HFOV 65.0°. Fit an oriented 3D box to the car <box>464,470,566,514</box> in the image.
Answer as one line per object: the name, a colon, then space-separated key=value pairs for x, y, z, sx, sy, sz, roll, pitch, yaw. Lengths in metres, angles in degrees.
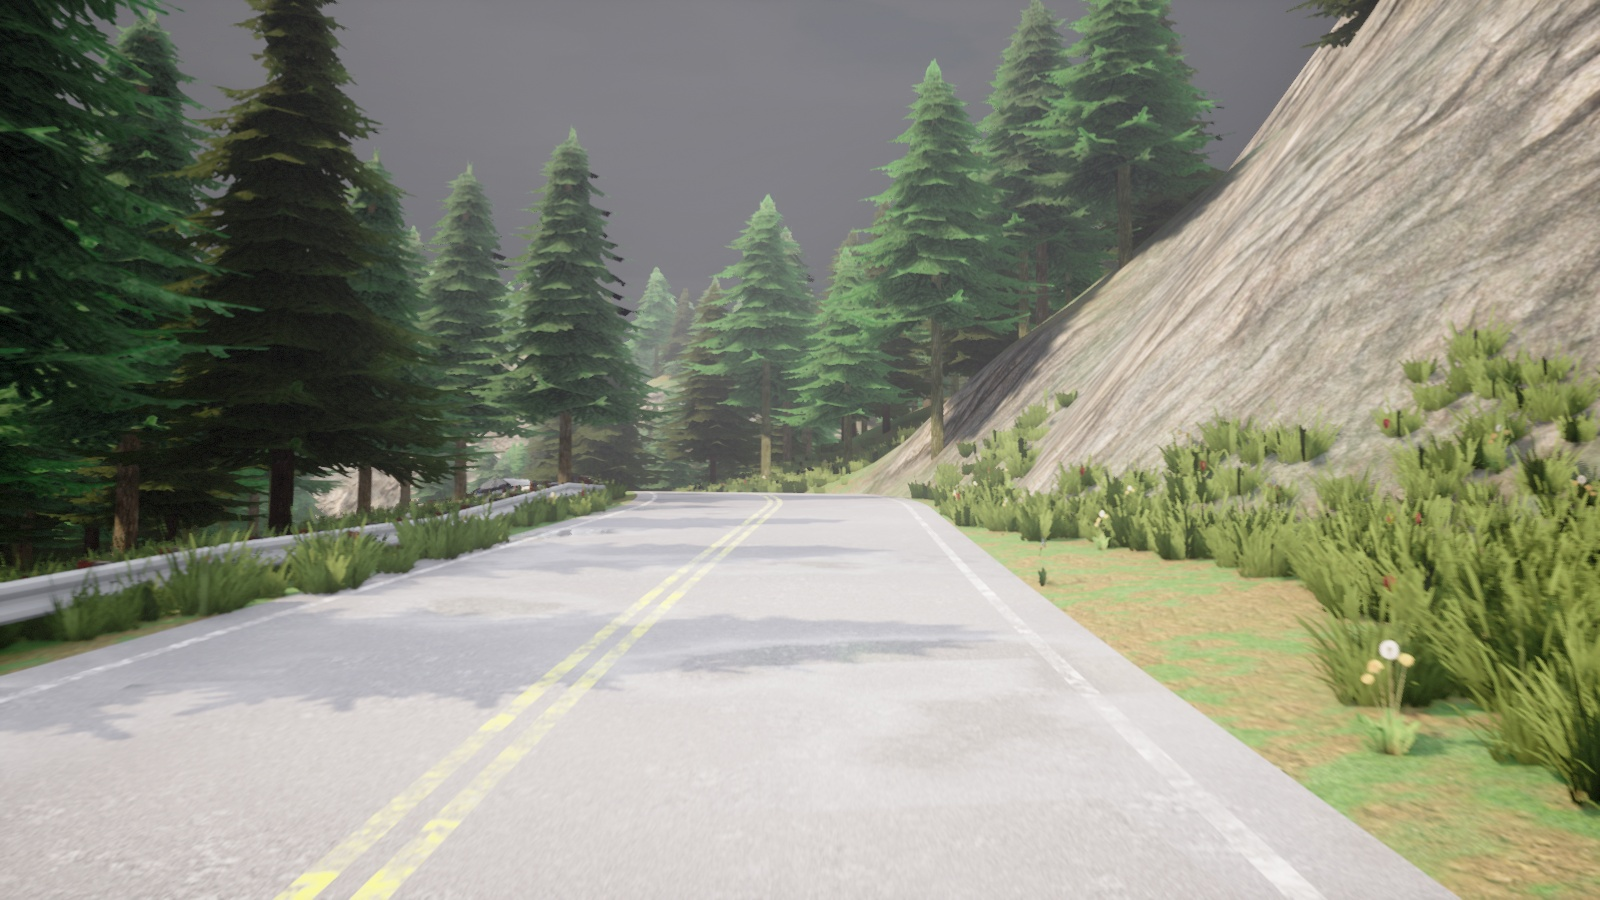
car: x=-12.884 y=1.936 z=56.573 sx=4.792 sy=1.488 sz=2.163 roll=-9 pitch=-9 yaw=43
